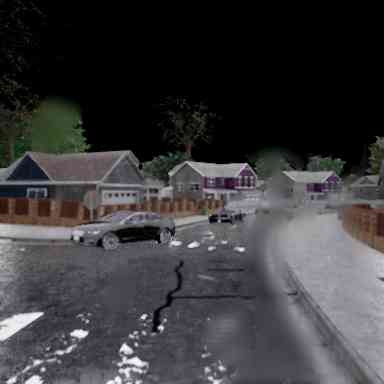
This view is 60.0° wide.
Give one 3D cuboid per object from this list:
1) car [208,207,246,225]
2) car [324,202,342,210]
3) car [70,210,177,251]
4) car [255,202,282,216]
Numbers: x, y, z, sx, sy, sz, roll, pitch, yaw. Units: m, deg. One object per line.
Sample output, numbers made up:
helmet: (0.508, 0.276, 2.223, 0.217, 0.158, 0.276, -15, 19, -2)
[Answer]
car: (2.830, 1.842, 26.338, 1.895, 1.301, 4.718, 0, -1, 23)
car: (23.910, 2.290, 55.641, 4.181, 1.385, 1.994, 1, -1, -41)
car: (-2.773, 1.561, 14.464, 2.128, 1.511, 4.902, 0, -2, 41)
car: (8.799, 1.882, 38.079, 1.882, 1.535, 5.008, 0, -1, 33)
